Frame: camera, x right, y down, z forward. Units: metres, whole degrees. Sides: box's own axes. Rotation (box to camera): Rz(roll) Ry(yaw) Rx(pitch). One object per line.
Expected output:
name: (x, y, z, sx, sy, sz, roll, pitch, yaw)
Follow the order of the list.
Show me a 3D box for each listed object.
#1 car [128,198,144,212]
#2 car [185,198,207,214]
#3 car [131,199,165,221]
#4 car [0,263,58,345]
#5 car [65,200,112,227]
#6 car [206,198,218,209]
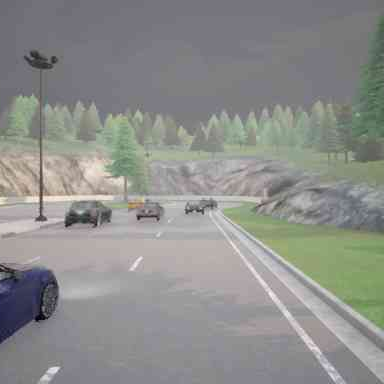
car: (-6.074, 1.478, 39.591, 1.882, 1.535, 5.008, 0, 0, 8)
car: (0.341, 1.601, 34.364, 1.895, 1.301, 4.718, 0, 0, 3)
car: (-3.374, 1.547, 27.578, 2.033, 1.411, 5.357, 0, 0, 1)
car: (-3.400, 1.526, 4.295, 1.812, 1.442, 4.674, 0, 0, 0)
car: (-6.897, 1.352, 22.644, 2.097, 1.767, 4.553, 0, 0, 0)
car: (2.216, 1.492, 44.518, 2.128, 1.511, 4.902, 0, 0, 14)
